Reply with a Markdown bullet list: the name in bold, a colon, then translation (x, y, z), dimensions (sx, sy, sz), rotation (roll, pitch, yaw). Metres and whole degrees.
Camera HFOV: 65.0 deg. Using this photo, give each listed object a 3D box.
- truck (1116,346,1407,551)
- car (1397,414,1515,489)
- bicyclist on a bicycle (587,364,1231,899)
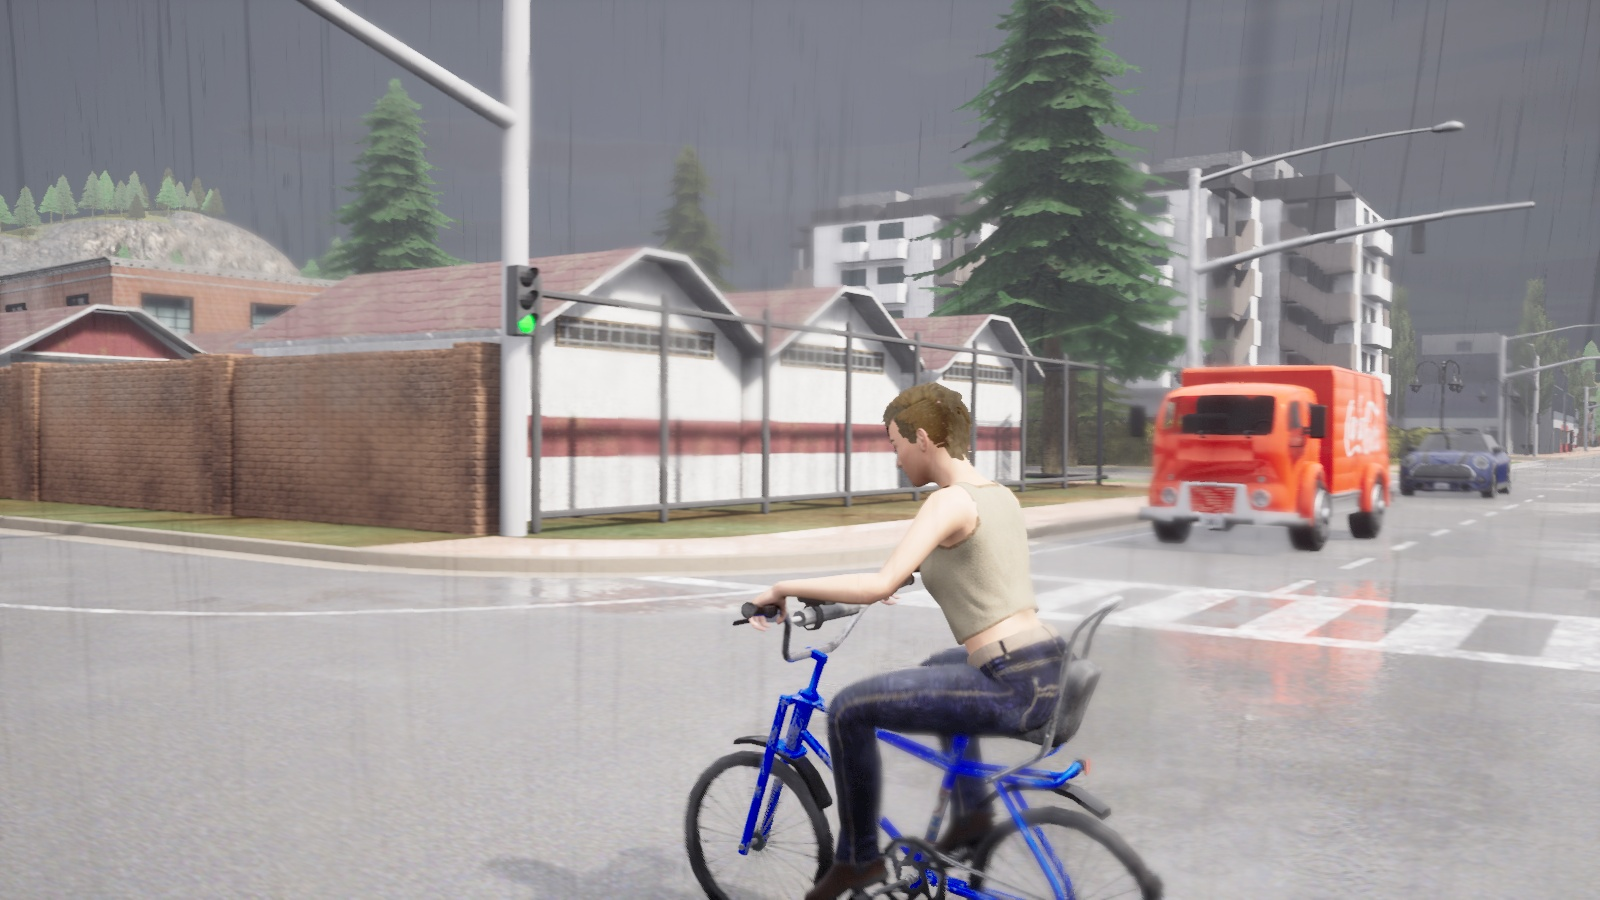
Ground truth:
- **truck**: translation (6.760, -0.062, 17.976), dimensions (2.627, 2.467, 5.204), rotation (0, 1, 35)
- **car**: translation (16.951, -0.005, 32.331), dimensions (2.097, 1.767, 4.553), rotation (0, 1, 35)
- **bicyclist on a bicycle**: translation (0.285, 0.618, 3.427), dimensions (1.509, 1.612, 0.866), rotation (0, 1, 34)
